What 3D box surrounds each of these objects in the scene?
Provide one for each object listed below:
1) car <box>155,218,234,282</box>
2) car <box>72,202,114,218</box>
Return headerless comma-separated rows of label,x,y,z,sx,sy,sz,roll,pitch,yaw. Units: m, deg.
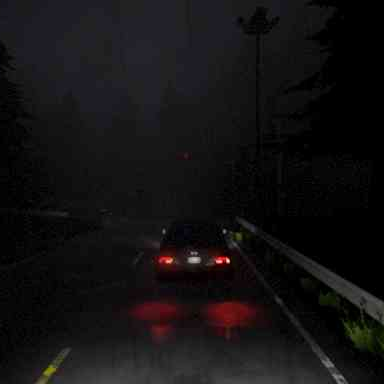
car,0.063,1.465,9.506,2.033,1.411,5.357,0,0,0
car,-9.292,1.611,30.502,4.674,1.442,1.812,3,0,26
